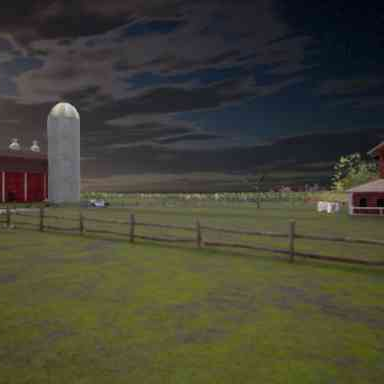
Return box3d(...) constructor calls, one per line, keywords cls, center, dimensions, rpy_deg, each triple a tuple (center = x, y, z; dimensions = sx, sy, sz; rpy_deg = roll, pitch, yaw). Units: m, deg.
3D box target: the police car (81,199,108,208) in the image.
box3d(cls="police car", center=(-17.655, 2.042, 60.223), dimensions=(2.038, 1.542, 4.974), rpy_deg=(0, -1, 35))
